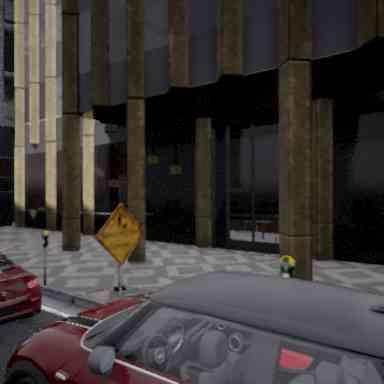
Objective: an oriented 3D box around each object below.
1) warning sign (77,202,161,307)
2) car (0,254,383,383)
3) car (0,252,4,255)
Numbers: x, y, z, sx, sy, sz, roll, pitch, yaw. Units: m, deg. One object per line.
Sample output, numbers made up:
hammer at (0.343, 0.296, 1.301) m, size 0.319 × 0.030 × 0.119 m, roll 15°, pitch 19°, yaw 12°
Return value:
warning sign at (-1.478, 1.148, 6.851) m, size 1.060 × 1.860 × 1.300 m, roll 0°, pitch 0°, yaw 35°
car at (0.171, 1.449, 2.839) m, size 4.097 × 1.590 × 1.967 m, roll 0°, pitch 0°, yaw 35°
car at (-4.421, 1.627, 6.113) m, size 4.206 × 1.307 × 1.802 m, roll 0°, pitch 0°, yaw 35°
